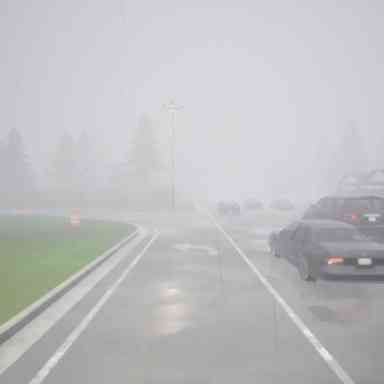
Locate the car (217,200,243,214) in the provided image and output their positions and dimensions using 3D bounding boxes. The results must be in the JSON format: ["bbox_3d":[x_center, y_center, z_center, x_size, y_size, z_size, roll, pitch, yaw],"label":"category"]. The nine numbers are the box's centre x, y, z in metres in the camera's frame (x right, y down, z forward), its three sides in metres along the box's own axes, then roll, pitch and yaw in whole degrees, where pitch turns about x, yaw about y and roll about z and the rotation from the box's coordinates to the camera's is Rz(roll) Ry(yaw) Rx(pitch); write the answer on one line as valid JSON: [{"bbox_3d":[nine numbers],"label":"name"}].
[{"bbox_3d":[3.496,1.486,32.882,1.895,1.301,4.718,0,0,0],"label":"car"}]

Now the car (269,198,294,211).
[{"bbox_3d":[10.456,1.427,38.959,1.994,1.385,4.181,0,0,0],"label":"car"}]

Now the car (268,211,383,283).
[{"bbox_3d":[3.647,1.513,9.562,2.033,1.411,5.357,0,0,0],"label":"car"}]

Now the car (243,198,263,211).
[{"bbox_3d":[6.959,1.391,38.438,1.812,1.442,4.674,0,0,0],"label":"car"}]

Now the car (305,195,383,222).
[{"bbox_3d":[7.107,1.165,15.823,2.150,2.045,5.566,0,0,0],"label":"car"}]
